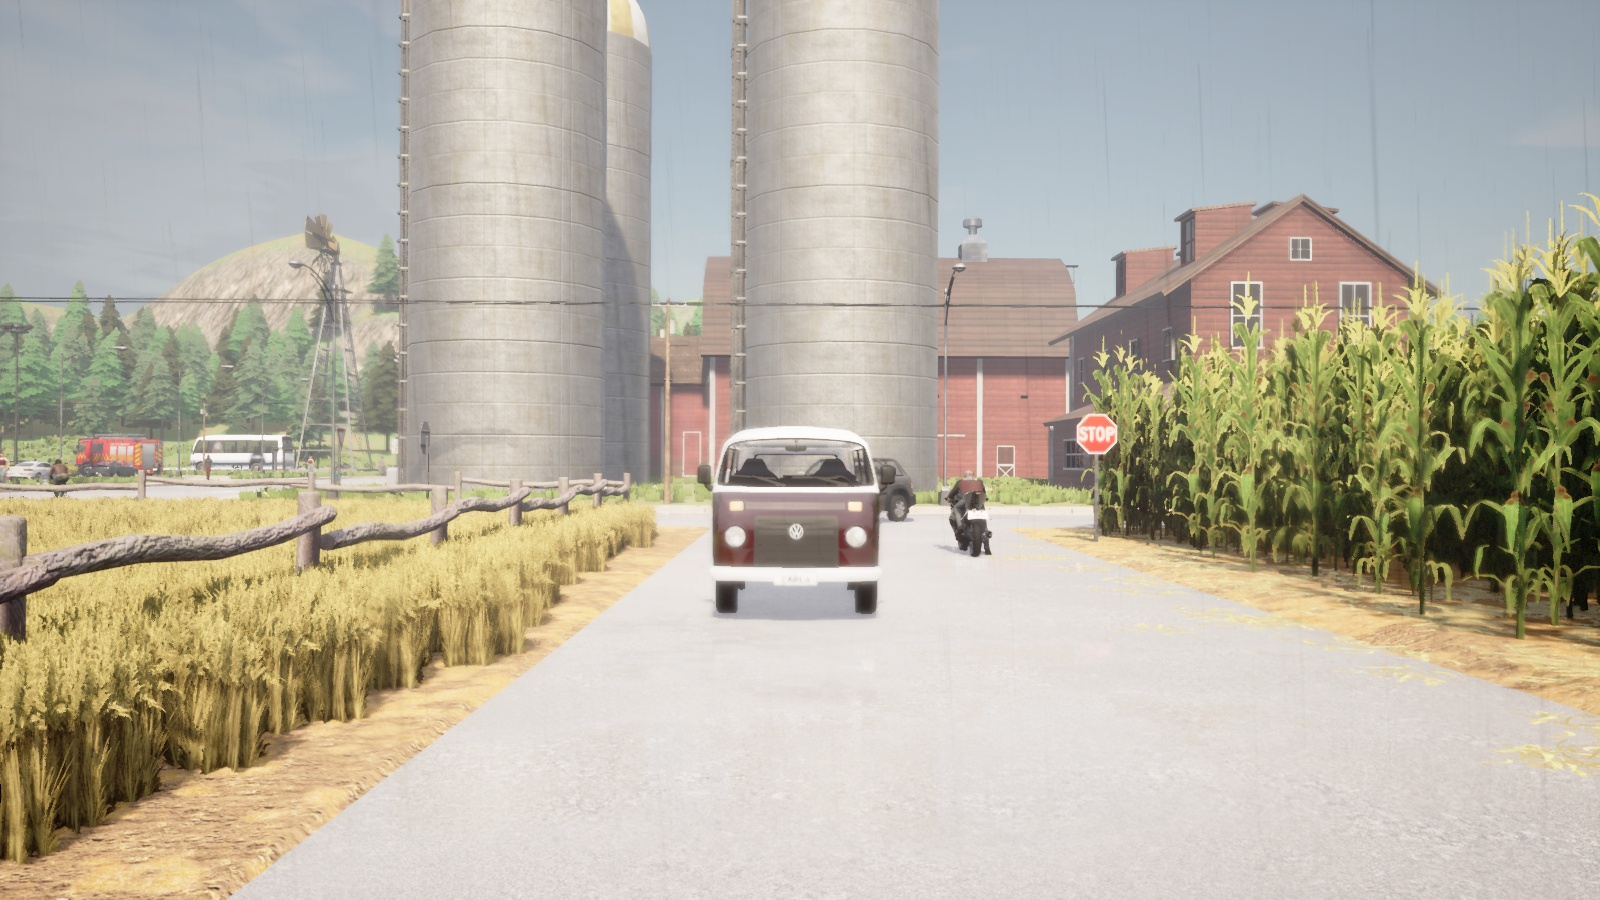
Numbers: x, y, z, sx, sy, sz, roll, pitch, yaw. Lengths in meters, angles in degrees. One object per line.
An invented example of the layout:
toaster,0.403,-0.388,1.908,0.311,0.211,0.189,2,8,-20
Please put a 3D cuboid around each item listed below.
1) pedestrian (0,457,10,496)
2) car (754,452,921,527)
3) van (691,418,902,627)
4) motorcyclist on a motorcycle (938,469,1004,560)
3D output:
pedestrian,-37.952,1.243,59.789,0.345,1.836,0.594,0,-1,-2
car,1.072,1.001,33.149,1.932,1.855,4.605,-2,-1,40
van,-0.043,0.736,14.582,2.069,2.038,4.480,0,-1,0
motorcyclist on a motorcycle,3.036,1.112,22.452,0.866,1.530,2.191,0,-1,0
